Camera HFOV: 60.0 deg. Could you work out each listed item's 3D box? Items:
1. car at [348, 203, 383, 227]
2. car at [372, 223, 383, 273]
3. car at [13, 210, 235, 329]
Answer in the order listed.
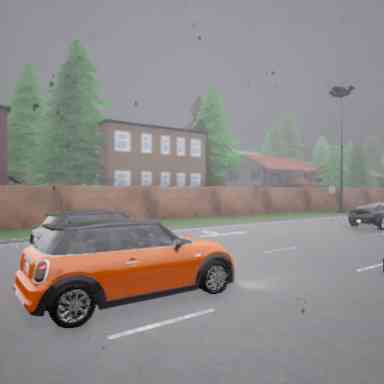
[{"bbox_3d":[11.620,1.429,20.649,4.892,1.490,1.837,0,0,-36],"label":"car"},{"bbox_3d":[6.763,1.527,8.578,4.181,1.385,1.994,0,0,-36],"label":"car"},{"bbox_3d":[-1.212,1.342,7.184,4.553,1.767,2.097,0,0,-36],"label":"car"}]
